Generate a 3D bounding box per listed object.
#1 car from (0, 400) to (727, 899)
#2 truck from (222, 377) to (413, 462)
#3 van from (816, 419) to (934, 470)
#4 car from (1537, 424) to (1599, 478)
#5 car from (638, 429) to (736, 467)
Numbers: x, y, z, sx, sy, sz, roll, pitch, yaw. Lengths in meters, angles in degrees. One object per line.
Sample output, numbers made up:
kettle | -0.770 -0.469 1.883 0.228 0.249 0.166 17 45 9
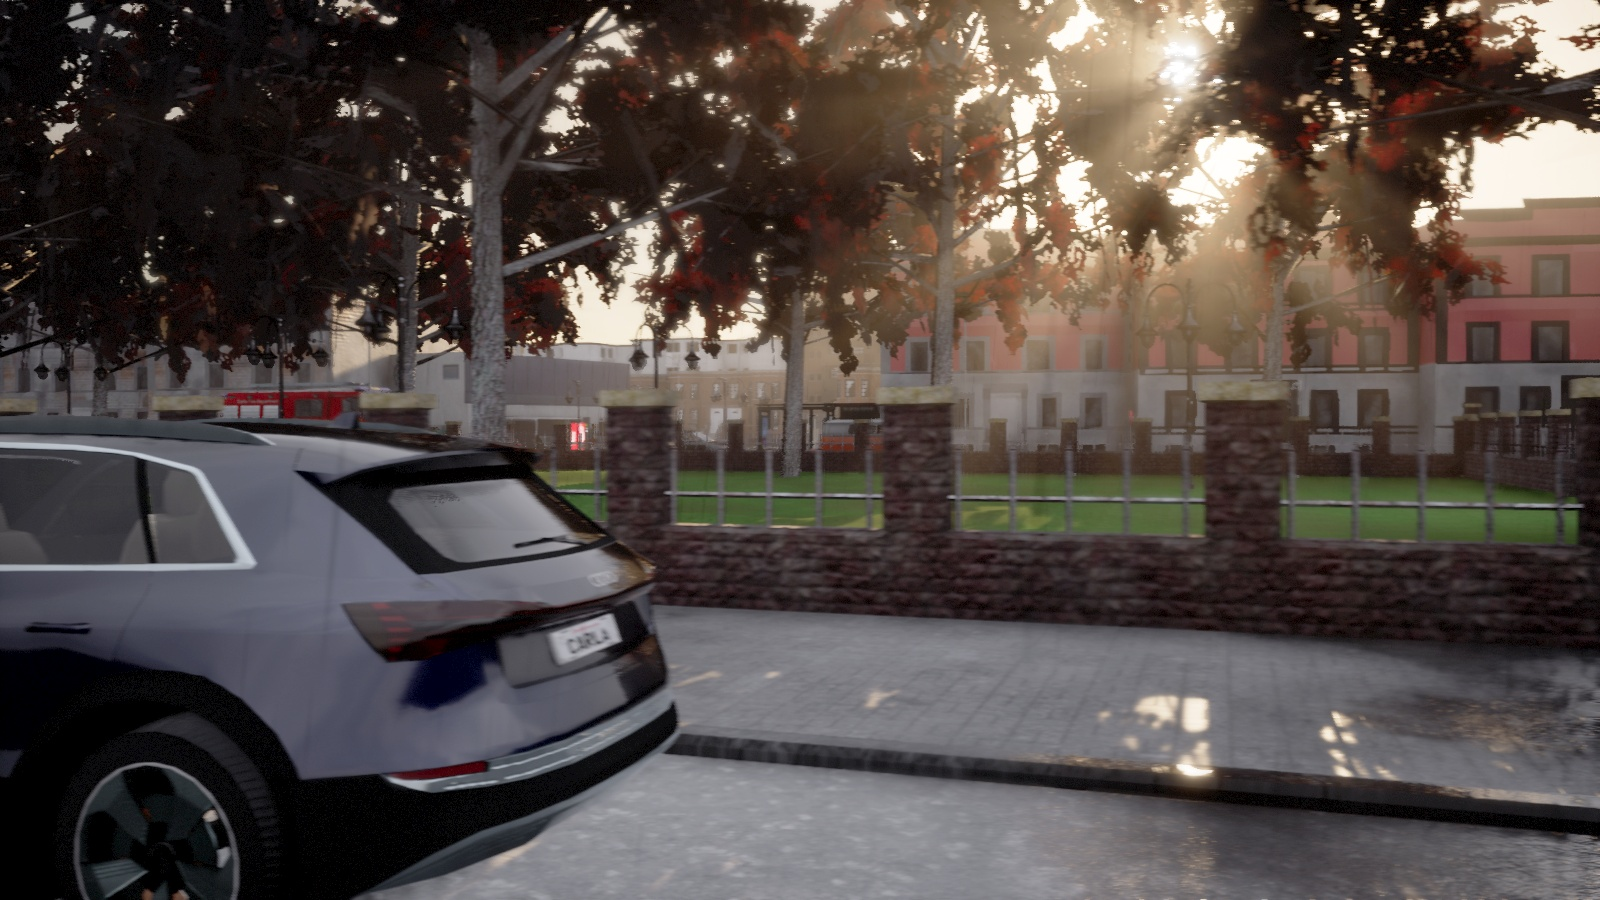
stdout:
car | -2.914 0.661 4.786 4.856 1.649 2.033 1 1 16
truck | -22.727 -1.435 59.133 8.468 3.827 2.891 1 1 19
van | 3.020 -0.240 50.491 4.442 1.987 1.775 1 1 19
car | 28.558 0.038 44.386 1.905 1.878 3.866 0 1 -34
car | -4.782 -0.098 53.116 3.705 1.549 1.789 1 1 19
